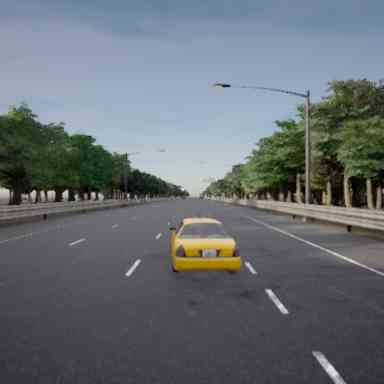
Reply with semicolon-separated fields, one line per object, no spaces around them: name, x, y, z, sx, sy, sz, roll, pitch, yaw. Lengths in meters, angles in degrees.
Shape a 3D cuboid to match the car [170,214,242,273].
car;0.254;1.475;10.653;1.801;1.575;5.366;0;0;-4
